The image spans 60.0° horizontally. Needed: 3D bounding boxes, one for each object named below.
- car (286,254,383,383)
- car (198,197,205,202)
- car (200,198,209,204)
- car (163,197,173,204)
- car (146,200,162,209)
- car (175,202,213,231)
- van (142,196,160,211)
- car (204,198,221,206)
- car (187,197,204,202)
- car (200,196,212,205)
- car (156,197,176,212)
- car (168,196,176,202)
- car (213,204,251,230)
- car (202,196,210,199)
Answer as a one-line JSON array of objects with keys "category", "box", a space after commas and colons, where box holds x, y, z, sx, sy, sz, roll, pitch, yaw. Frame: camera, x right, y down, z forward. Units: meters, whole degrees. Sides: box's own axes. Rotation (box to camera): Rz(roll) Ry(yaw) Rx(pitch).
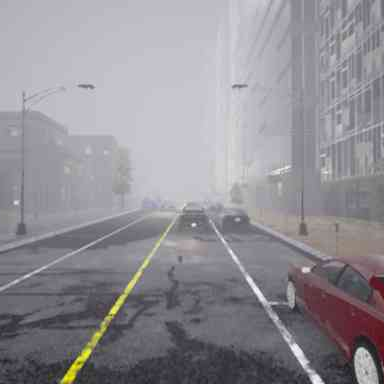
[{"category": "car", "box": [2.703, 1.572, 4.848, 1.887, 1.381, 4.507, 1, 0, 0]}, {"category": "car", "box": [2.713, 2.085, 95.152, 1.947, 1.339, 4.313, 1, 0, 0]}, {"category": "car", "box": [2.711, 1.959, 72.576, 1.947, 1.339, 4.313, 1, 0, 0]}, {"category": "car", "box": [-5.668, 1.969, 78.276, 1.887, 1.381, 4.507, 1, 0, 0]}, {"category": "car", "box": [-5.672, 1.852, 50.058, 1.802, 1.307, 4.206, 1, 0, 0]}, {"category": "car", "box": [0.104, 1.619, 21.275, 1.837, 1.490, 4.892, 0, 0, 0]}, {"category": "van", "box": [-5.669, 1.580, 44.414, 1.690, 1.788, 3.998, 1, 0, 0]}, {"category": "car", "box": [2.706, 1.774, 38.712, 1.947, 1.339, 4.313, 1, 0, 0]}, {"category": "car", "box": [0.105, 1.733, 44.862, 2.128, 1.511, 4.902, 0, 0, 0]}, {"category": "car", "box": [2.714, 1.677, 66.934, 2.192, 1.841, 5.009, 1, 0, 0]}, {"category": "car", "box": [-3.060, 1.725, 43.238, 2.128, 1.511, 4.902, 0, 0, 0]}, {"category": "car", "box": [-5.665, 1.959, 95.209, 1.967, 1.590, 4.097, 1, 0, 0]}, {"category": "car", "box": [2.705, 1.683, 21.780, 1.947, 1.339, 4.313, 1, 0, 0]}, {"category": "car", "box": [2.711, 1.771, 61.289, 1.967, 1.590, 4.097, 1, 0, 0]}]
